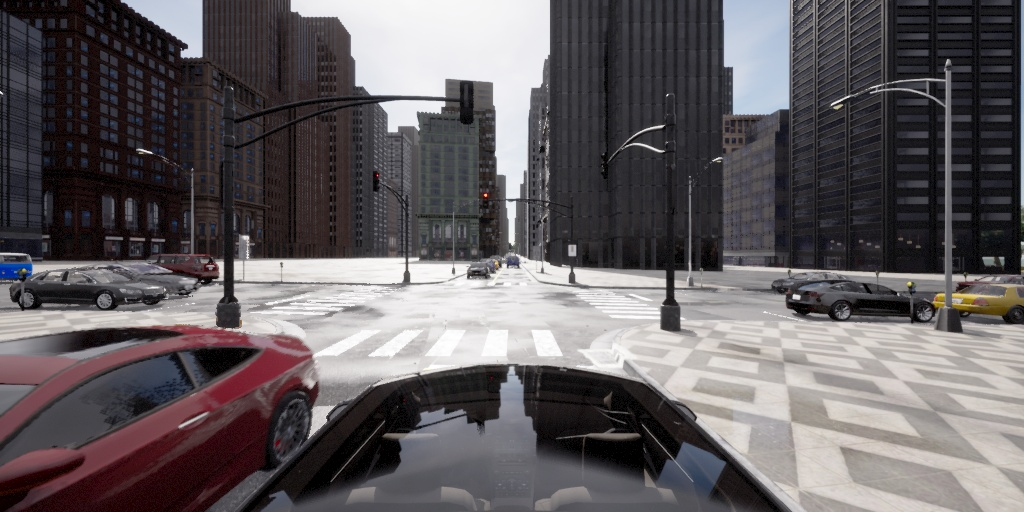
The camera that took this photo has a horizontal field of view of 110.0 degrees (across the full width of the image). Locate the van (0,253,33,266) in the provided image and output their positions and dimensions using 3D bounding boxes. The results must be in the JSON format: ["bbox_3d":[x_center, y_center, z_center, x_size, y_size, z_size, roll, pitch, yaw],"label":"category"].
[{"bbox_3d":[-31.116,0.680,21.183,3.998,1.789,1.690,0,0,0],"label":"van"}]

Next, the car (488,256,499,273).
[{"bbox_3d":[-3.035,1.102,42.277,2.097,1.767,4.553,0,0,0],"label":"car"}]

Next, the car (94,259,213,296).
[{"bbox_3d":[-16.289,1.034,15.390,4.902,1.511,2.128,1,0,0],"label":"car"}]

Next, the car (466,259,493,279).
[{"bbox_3d":[-3.052,1.255,33.224,1.837,1.490,4.892,0,0,0],"label":"car"}]

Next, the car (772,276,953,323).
[{"bbox_3d":[12.143,1.524,12.678,4.313,1.339,1.948,0,0,0],"label":"car"}]

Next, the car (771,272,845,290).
[{"bbox_3d":[17.809,1.591,21.193,4.403,1.370,2.007,0,0,0],"label":"car"}]

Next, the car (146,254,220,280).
[{"bbox_3d":[-20.197,0.799,21.164,5.009,1.841,2.192,0,0,0],"label":"car"}]

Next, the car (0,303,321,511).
[{"bbox_3d":[-3.000,1.276,2.140,1.812,1.442,4.674,0,0,0],"label":"car"}]

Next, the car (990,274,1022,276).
[{"bbox_3d":[29.095,1.766,21.174,4.507,1.381,1.888,0,0,0],"label":"car"}]

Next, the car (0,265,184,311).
[{"bbox_3d":[-14.764,1.116,12.629,4.403,1.370,2.007,0,0,0],"label":"car"}]

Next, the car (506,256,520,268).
[{"bbox_3d":[0.189,0.975,61.848,2.150,2.045,5.566,0,0,0],"label":"car"}]

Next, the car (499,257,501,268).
[{"bbox_3d":[-3.013,1.228,52.476,1.882,1.535,5.008,0,0,0],"label":"car"}]

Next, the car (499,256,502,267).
[{"bbox_3d":[-2.949,0.973,63.177,2.150,2.045,5.566,0,0,1],"label":"car"}]

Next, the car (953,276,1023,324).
[{"bbox_3d":[17.956,1.571,12.668,4.829,1.417,1.751,0,0,0],"label":"car"}]
